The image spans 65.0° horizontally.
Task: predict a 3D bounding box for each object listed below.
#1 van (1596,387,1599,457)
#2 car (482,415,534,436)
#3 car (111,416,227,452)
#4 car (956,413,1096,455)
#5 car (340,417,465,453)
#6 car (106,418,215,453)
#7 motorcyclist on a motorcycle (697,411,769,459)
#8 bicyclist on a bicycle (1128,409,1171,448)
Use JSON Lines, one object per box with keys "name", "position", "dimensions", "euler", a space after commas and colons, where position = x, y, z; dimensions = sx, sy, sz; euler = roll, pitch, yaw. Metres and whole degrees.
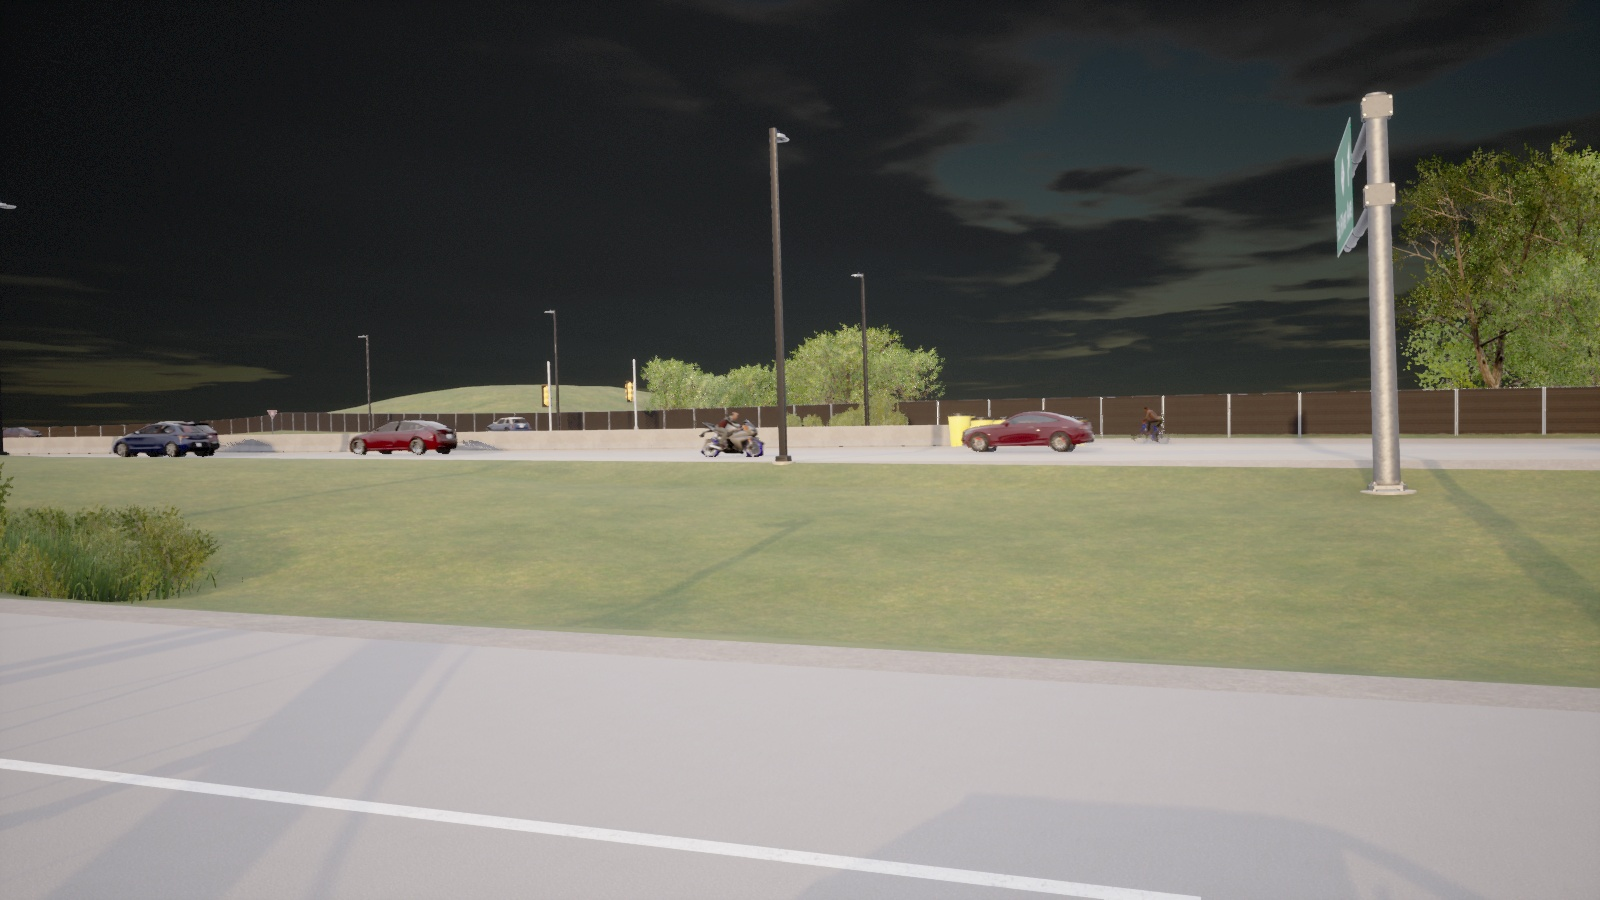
{"name": "van", "position": [25.003, -0.797, 34.916], "dimensions": [4.480, 2.038, 2.069], "euler": [0, 1, 20]}
{"name": "car", "position": [-20.760, -1.748, 89.294], "dimensions": [1.970, 1.475, 3.806], "euler": [-2, 2, -43]}
{"name": "car", "position": [-29.320, -0.751, 58.393], "dimensions": [4.856, 1.649, 2.033], "euler": [0, 1, 20]}
{"name": "car", "position": [8.055, -0.576, 44.807], "dimensions": [4.674, 1.442, 1.812], "euler": [0, 1, 20]}
{"name": "car", "position": [-17.048, -0.650, 53.933], "dimensions": [4.792, 1.488, 2.163], "euler": [0, 1, 20]}
{"name": "car", "position": [-27.494, -0.611, 54.007], "dimensions": [4.193, 1.474, 1.816], "euler": [0, 1, 20]}
{"name": "motorcyclist on a motorcycle", "position": [-2.181, -0.484, 41.081], "dimensions": [2.191, 1.530, 0.866], "euler": [0, 1, 20]}
{"name": "bicyclist on a bicycle", "position": [14.870, -0.918, 53.416], "dimensions": [1.656, 1.620, 0.582], "euler": [1, 1, 40]}
